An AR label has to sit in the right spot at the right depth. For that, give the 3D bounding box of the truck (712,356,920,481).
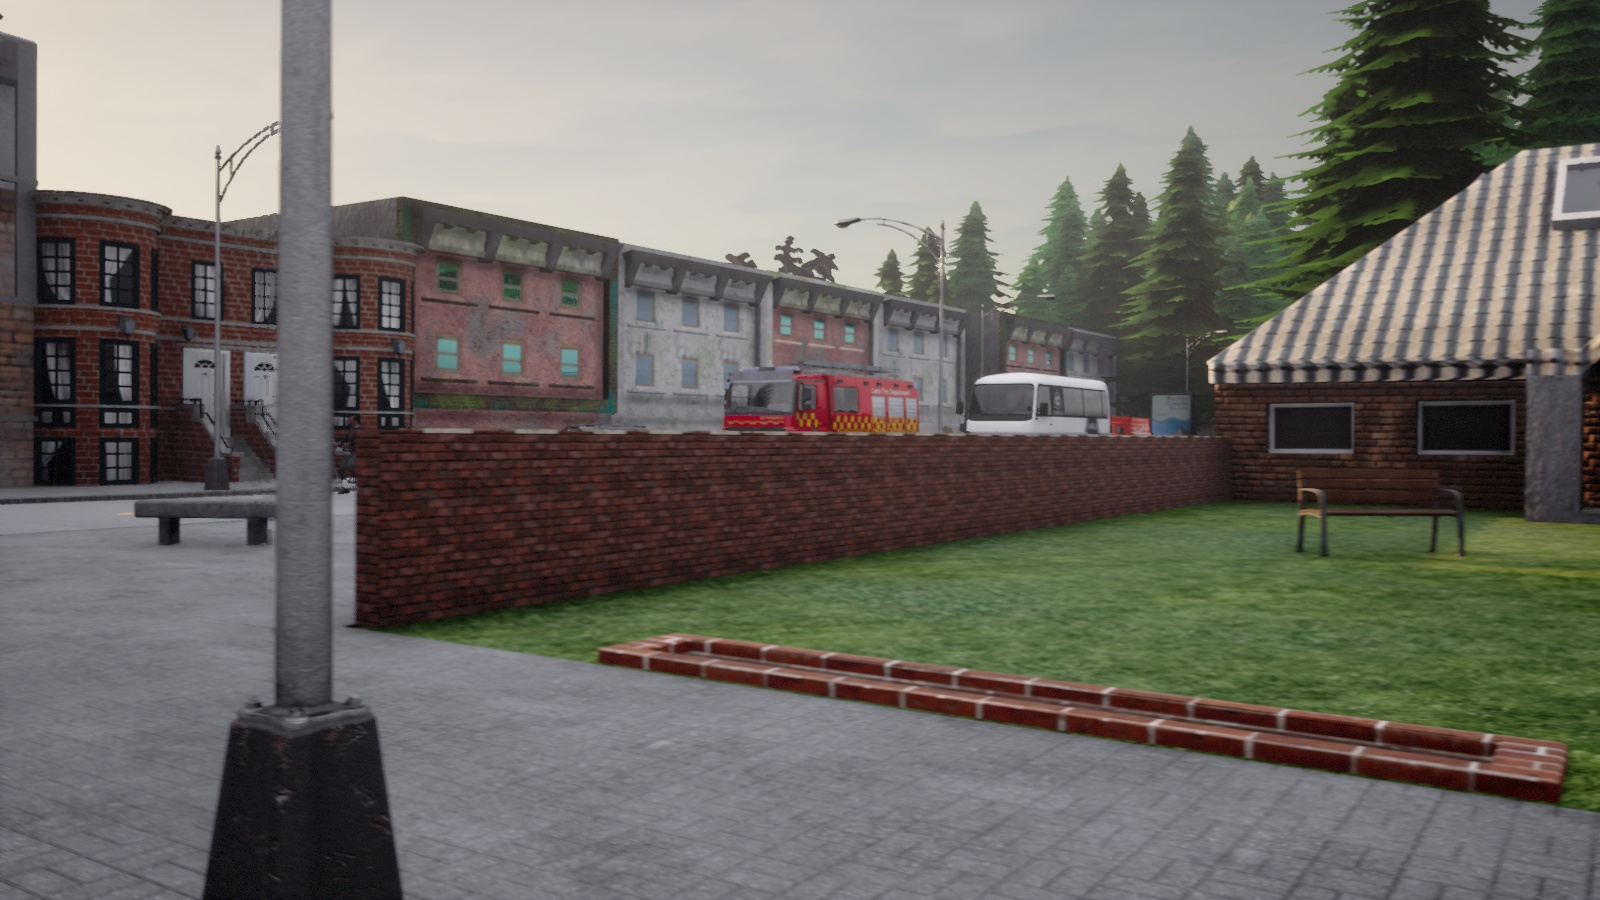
[{"bbox_3d":[0.765,-1.044,42.718,2.891,3.827,8.468,0,1,34],"label":"truck"}]

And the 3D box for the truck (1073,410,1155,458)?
[{"bbox_3d":[16.705,-0.831,66.650,2.627,2.467,5.204,0,1,33],"label":"truck"}]

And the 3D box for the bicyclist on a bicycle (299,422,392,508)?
[{"bbox_3d":[-9.735,0.301,26.951,0.659,1.776,1.843,0,1,34],"label":"bicyclist on a bicycle"}]

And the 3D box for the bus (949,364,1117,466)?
[{"bbox_3d":[10.966,-1.557,58.010,3.944,4.253,10.273,0,1,33],"label":"bus"}]

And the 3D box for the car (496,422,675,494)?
[{"bbox_3d":[-5.586,0.166,33.194,2.097,1.767,4.553,0,1,34],"label":"car"}]
